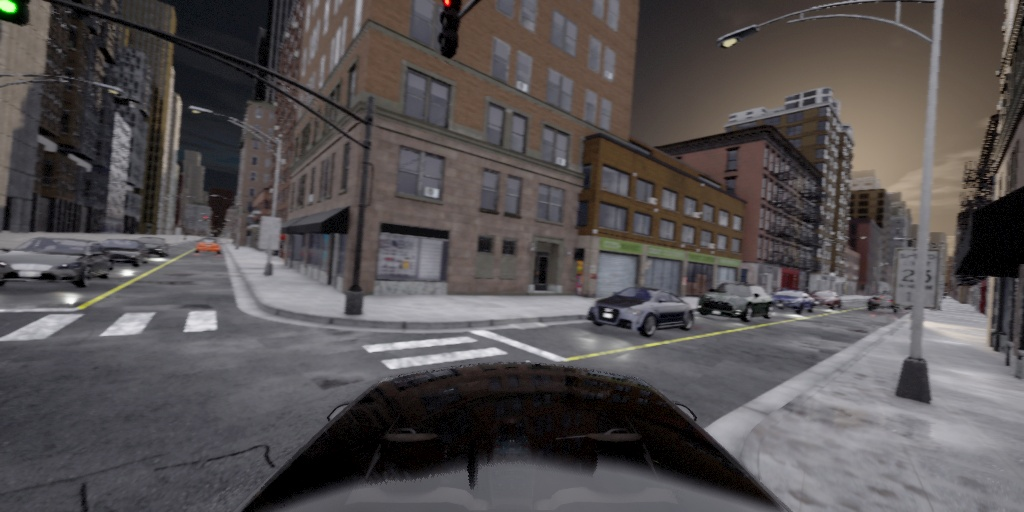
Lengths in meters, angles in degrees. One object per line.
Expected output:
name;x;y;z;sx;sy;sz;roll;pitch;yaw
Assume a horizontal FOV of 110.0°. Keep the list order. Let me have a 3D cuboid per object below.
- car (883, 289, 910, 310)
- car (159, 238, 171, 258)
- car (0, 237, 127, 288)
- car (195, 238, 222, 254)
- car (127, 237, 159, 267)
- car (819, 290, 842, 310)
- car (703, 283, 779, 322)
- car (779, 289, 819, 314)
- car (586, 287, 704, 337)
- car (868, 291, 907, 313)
car;41.342;4.632;38.701;5.566;2.045;2.150;5;-1;-40
car;-27.915;-0.709;27.760;1.837;1.490;4.892;5;-1;-39
car;-15.133;0.140;12.045;2.128;1.511;4.902;5;-1;-39
car;-33.299;-1.178;39.423;2.097;1.767;4.553;5;-1;-39
car;-21.405;-0.227;19.741;2.033;1.411;5.357;5;-1;-39
car;26.459;3.662;30.448;4.674;1.442;1.812;5;-1;-39
car;11.057;2.131;17.703;4.553;1.767;2.097;5;-1;-40
car;18.665;2.972;24.021;4.674;1.442;1.812;5;-1;-39
car;4.462;1.770;12.225;4.181;1.385;1.994;5;-1;-40
car;33.333;4.192;32.058;4.902;1.511;2.128;5;-1;-40
